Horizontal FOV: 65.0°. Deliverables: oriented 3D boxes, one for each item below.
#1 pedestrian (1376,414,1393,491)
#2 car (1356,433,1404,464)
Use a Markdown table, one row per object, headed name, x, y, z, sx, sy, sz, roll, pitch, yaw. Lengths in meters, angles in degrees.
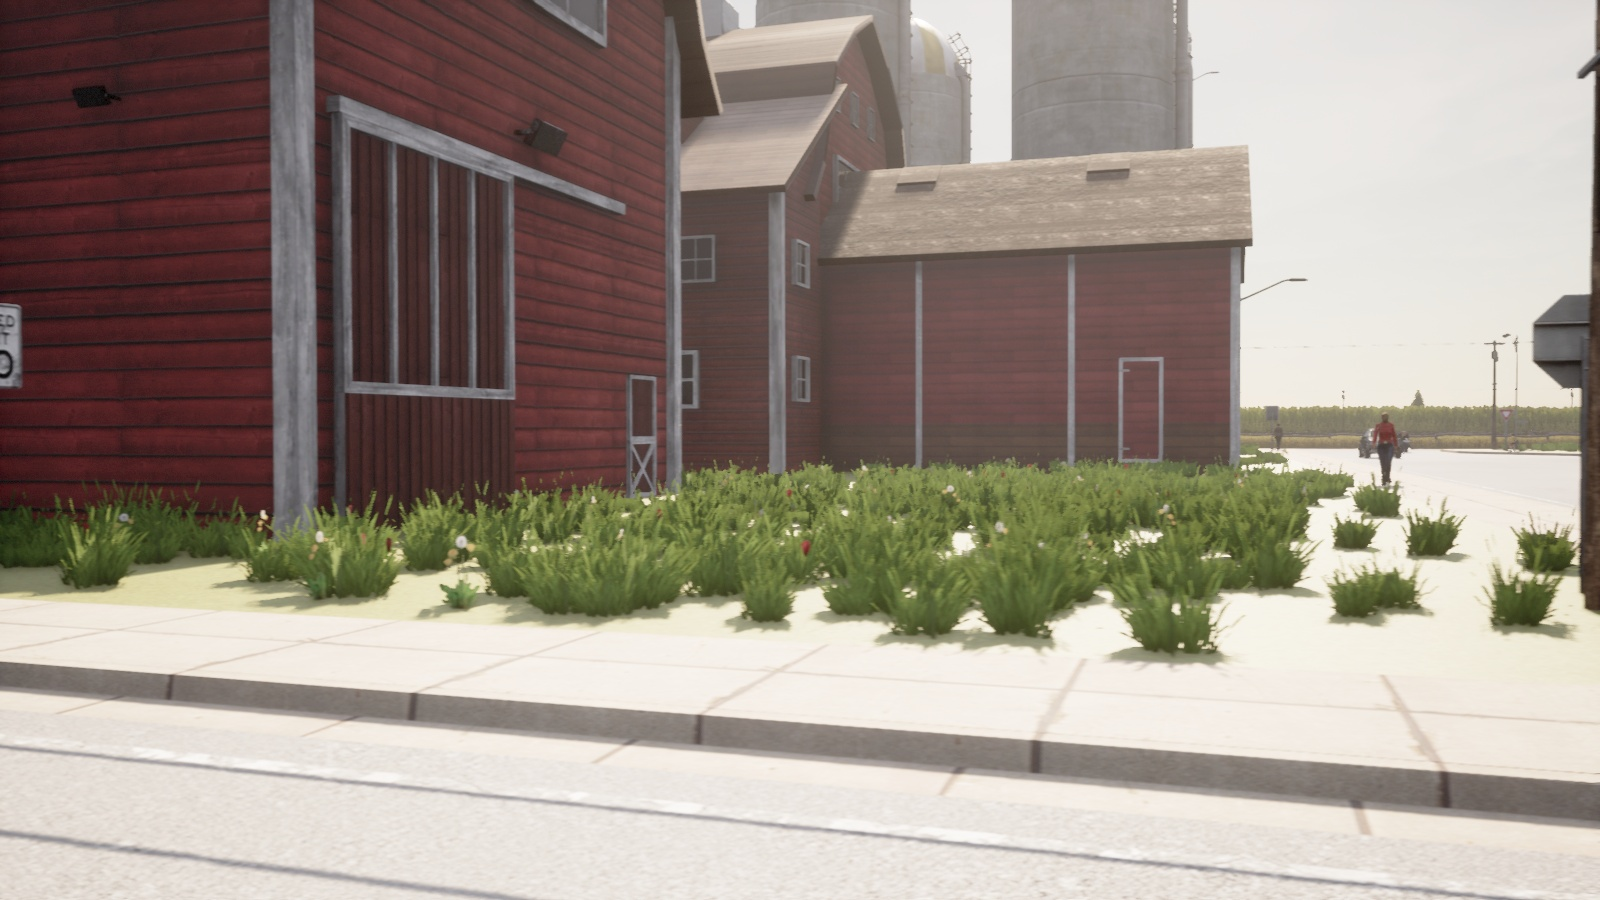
| name | x | y | z | sx | sy | sz | roll | pitch | yaw |
| --- | --- | --- | --- | --- | --- | --- | --- | --- | --- |
| pedestrian | 14.226 | 0.051 | 30.559 | 0.331 | 1.846 | 0.636 | 1 | 1 | 24 |
| car | 29.960 | -0.111 | 64.940 | 1.789 | 1.549 | 3.705 | 1 | 1 | 18 |
